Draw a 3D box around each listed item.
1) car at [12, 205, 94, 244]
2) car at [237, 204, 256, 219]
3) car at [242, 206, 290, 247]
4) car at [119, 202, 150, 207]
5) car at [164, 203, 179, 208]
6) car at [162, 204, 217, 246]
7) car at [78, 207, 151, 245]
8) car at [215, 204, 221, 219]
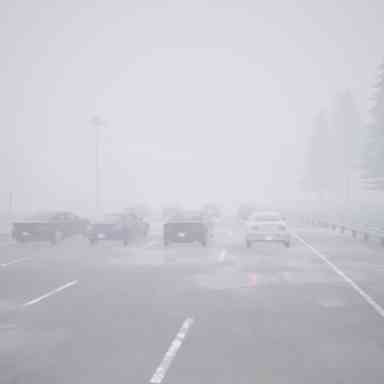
[{"bbox_3d":[-6.976,1.697,17.127,1.882,1.535,5.008,-1,0,9],"label":"car"},{"bbox_3d":[5.203,1.780,31.239,1.895,1.301,4.718,-1,0,4],"label":"car"},{"bbox_3d":[3.387,1.604,15.427,1.812,1.442,4.674,-1,0,9],"label":"car"},{"bbox_3d":[-5.241,1.794,32.429,1.882,1.535,5.008,-1,0,4],"label":"car"},{"bbox_3d":[-1.757,1.797,32.076,1.812,1.442,4.674,-1,0,4],"label":"car"},{"bbox_3d":[-0.058,1.604,16.059,1.882,1.535,5.008,-1,0,9],"label":"car"},{"bbox_3d":[-3.530,1.698,16.498,1.812,1.442,4.674,-1,0,9],"label":"car"},{"bbox_3d":[1.724,1.790,31.705,1.994,1.385,4.181,-1,0,4],"label":"car"}]
